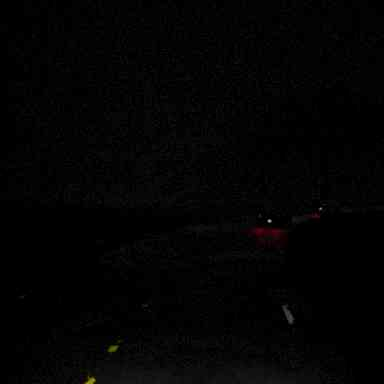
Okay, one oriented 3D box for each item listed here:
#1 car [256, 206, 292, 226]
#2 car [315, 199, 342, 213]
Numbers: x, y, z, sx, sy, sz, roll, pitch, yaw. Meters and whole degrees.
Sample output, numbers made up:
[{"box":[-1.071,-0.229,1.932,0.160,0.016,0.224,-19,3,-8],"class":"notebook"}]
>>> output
[{"box":[6.163,1.676,24.480,1.895,1.301,4.718,0,0,25],"class":"car"},{"box":[15.880,1.615,38.633,1.837,1.490,4.892,-1,-1,42],"class":"car"}]
